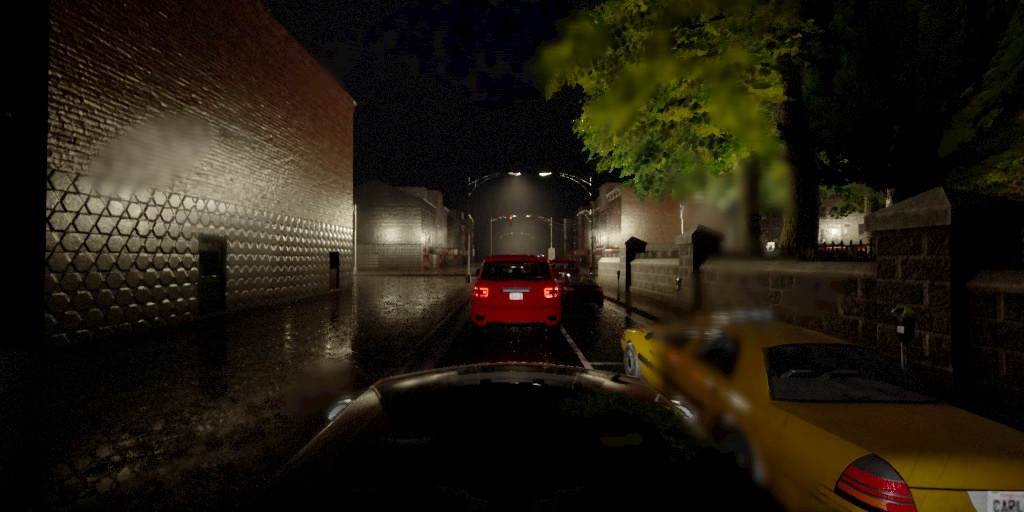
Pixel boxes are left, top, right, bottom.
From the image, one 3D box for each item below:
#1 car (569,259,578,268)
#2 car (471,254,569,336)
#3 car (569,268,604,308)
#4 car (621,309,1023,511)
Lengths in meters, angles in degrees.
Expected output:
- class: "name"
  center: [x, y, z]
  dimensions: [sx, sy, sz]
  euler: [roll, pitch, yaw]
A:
- class: "car"
  center: [2.631, 1.076, 20.377]
  dimensions: [2.192, 1.841, 5.009]
  euler: [0, 0, 0]
- class: "car"
  center: [0.096, 0.975, 10.515]
  dimensions: [2.150, 2.045, 5.566]
  euler: [0, 0, 0]
- class: "car"
  center: [2.633, 1.338, 14.928]
  dimensions: [1.802, 1.307, 4.207]
  euler: [0, 0, 0]
- class: "car"
  center: [2.637, 1.276, 4.200]
  dimensions: [1.751, 1.417, 4.829]
  euler: [0, 0, 0]
